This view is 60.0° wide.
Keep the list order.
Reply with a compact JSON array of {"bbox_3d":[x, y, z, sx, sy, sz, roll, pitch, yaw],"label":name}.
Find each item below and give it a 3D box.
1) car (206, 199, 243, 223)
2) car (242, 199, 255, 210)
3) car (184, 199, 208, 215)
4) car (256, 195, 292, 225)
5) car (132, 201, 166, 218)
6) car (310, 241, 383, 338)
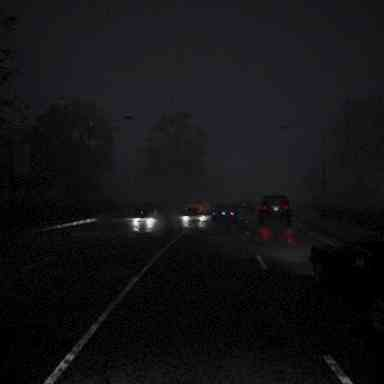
[{"bbox_3d":[2.626,1.529,25.434,2.033,1.411,5.357,0,0,10],"label":"car"},{"bbox_3d":[6.875,1.541,42.417,1.994,1.385,4.181,0,0,17],"label":"car"},{"bbox_3d":[0.626,1.443,33.712,1.882,1.535,5.008,0,0,14],"label":"car"},{"bbox_3d":[6.027,1.215,24.633,2.150,2.045,5.566,0,0,10],"label":"car"},{"bbox_3d":[-3.797,1.520,29.916,1.994,1.385,4.181,0,0,12],"label":"car"},{"bbox_3d":[3.863,1.603,6.479,1.895,1.301,4.718,0,0,3],"label":"car"}]
